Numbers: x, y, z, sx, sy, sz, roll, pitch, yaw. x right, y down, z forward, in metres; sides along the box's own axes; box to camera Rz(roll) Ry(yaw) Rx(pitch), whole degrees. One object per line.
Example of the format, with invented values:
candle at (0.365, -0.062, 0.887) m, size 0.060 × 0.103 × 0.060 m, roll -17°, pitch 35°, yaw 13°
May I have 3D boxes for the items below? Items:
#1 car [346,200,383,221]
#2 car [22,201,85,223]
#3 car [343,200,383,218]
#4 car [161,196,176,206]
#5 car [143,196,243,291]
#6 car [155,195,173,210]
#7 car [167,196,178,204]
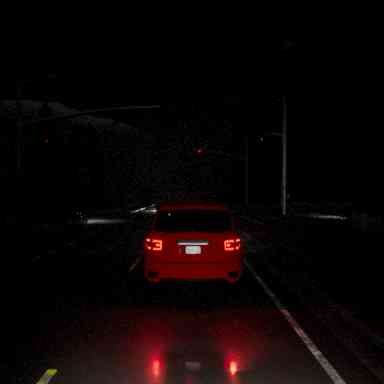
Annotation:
car at (14.463, 1.579, 26.199) m, size 4.181 × 1.385 × 1.994 m, roll 0°, pitch 0°, yaw -2°
car at (-10.530, 1.486, 24.834) m, size 4.892 × 1.490 × 1.837 m, roll 0°, pitch 0°, yaw -8°
car at (16.485, 1.520, 29.977) m, size 4.892 × 1.490 × 1.837 m, roll 0°, pitch 0°, yaw -2°
car at (-3.709, 1.491, 54.056) m, size 2.128 × 1.511 × 4.902 m, roll 0°, pitch 0°, yaw 0°
car at (0.038, 1.221, 9.165) m, size 2.150 × 2.045 × 5.566 m, roll 0°, pitch 0°, yaw 0°
car at (-3.692, 1.352, 44.561) m, size 2.097 × 1.767 × 4.553 m, roll 0°, pitch 0°, yaw 0°
car at (-3.696, 1.564, 63.941) m, size 1.994 × 1.385 × 4.181 m, roll 0°, pitch 0°, yaw 0°
